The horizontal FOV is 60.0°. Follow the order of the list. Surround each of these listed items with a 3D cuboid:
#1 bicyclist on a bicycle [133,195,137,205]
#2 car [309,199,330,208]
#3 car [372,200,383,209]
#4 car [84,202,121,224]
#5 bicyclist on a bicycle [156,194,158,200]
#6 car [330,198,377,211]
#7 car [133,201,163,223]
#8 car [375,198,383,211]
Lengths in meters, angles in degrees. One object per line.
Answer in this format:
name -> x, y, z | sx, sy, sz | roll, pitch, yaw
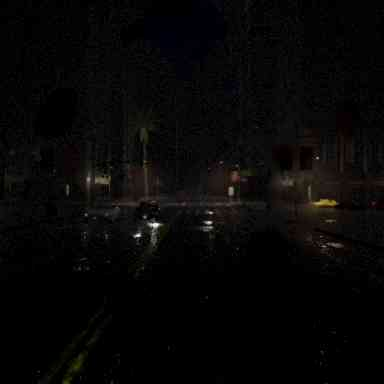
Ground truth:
bicyclist on a bicycle -> -8.794, 1.301, 51.371 | 0.659, 1.776, 1.843 | 0, -2, -1
car -> 20.612, 1.819, 51.444 | 4.829, 1.417, 1.752 | 1, -1, 0
car -> 30.553, 1.979, 51.417 | 4.403, 1.369, 2.008 | 1, -1, 0
car -> -6.581, 1.521, 24.874 | 1.812, 1.442, 4.674 | 0, 0, 0
bicyclist on a bicycle -> -8.695, 1.385, 82.401 | 0.582, 1.620, 1.656 | 0, 0, 0
car -> 20.748, 1.817, 42.915 | 4.507, 1.381, 1.887 | 1, -1, 0
car -> -3.321, 1.486, 25.910 | 2.128, 1.511, 4.902 | 0, 0, 0
car -> 25.839, 1.656, 42.900 | 5.009, 1.841, 2.192 | 1, -1, 0
